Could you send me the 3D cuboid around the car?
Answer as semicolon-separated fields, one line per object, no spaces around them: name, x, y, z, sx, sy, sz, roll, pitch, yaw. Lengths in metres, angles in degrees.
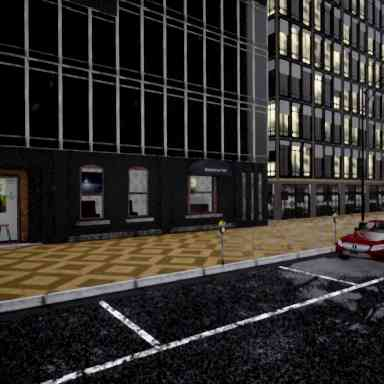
car;6.595;1.580;11.242;4.206;1.307;1.802;0;0;-35
